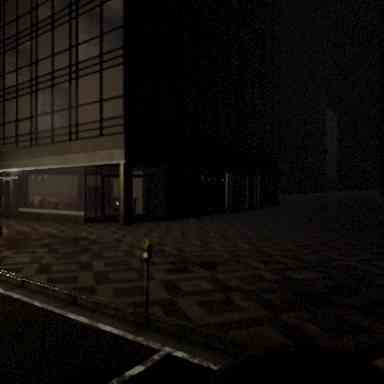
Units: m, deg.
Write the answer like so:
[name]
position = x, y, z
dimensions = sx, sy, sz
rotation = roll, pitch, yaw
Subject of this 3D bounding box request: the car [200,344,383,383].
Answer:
[car]
position = 1.904, 1.551, 1.604
dimensions = 4.403, 1.369, 2.008
rotation = 0, 0, 35
